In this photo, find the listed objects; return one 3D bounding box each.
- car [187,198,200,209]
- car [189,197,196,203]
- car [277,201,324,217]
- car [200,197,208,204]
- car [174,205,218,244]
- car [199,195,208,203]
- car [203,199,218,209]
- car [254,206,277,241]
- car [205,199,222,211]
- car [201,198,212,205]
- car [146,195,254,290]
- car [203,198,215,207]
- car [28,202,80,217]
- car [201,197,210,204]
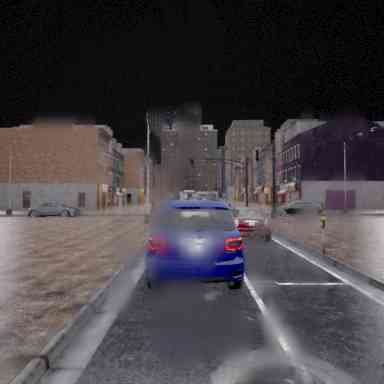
[{"bbox_3d":[0.169,1.661,49.810,1.837,1.490,4.892,0,0,0],"label":"car"},{"bbox_3d":[0.143,1.967,84.119,1.837,1.490,4.892,0,-1,0],"label":"car"},{"bbox_3d":[10.031,1.576,31.899,4.902,1.511,2.128,0,-2,4],"label":"car"},{"bbox_3d":[2.785,1.911,76.397,1.752,1.417,4.829,1,-1,0],"label":"car"},{"bbox_3d":[0.125,1.500,17.044,1.882,1.535,5.008,0,0,-1],"label":"car"},{"bbox_3d":[2.798,1.755,81.668,2.192,1.841,5.009,1,-1,0],"label":"car"},{"bbox_3d":[2.738,1.717,49.040,1.947,1.339,4.313,1,0,0],"label":"car"},{"bbox_3d":[2.689,1.462,16.857,1.967,1.590,4.097,2,0,0],"label":"car"},{"bbox_3d":[2.729,1.684,43.603,1.947,1.339,4.313,1,0,0],"label":"car"},{"bbox_3d":[2.765,1.846,65.352,1.947,1.339,4.313,1,-1,0],"label":"car"},{"bbox_3d":[0.057,1.230,9.238,2.150,2.045,5.566,0,0,-1],"label":"car"},{"bbox_3d":[2.749,1.716,54.647,1.752,1.417,4.829,1,0,0],"label":"car"},{"bbox_3d":[-11.924,1.590,28.928,4.181,1.385,1.994,0,-2,0],"label":"car"},{"bbox_3d":[2.776,1.858,70.959,1.752,1.417,4.829,1,-1,0],"label":"car"}]
